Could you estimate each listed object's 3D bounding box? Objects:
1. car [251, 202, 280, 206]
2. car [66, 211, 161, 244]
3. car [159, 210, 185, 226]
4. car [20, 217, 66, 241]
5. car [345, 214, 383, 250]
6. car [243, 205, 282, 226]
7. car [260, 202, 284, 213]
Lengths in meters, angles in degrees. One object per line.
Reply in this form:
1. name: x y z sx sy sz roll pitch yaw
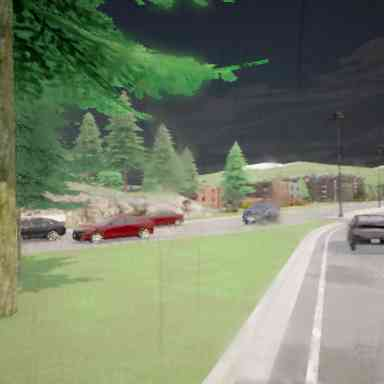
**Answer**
1. car: 7.847 2.182 37.908 2.150 2.045 5.566 -2 -2 36
2. car: -4.655 2.188 20.285 5.008 1.535 1.882 0 -2 -39
3. car: -2.946 2.457 30.679 5.008 1.535 1.882 0 -2 -42
4. car: -10.225 2.336 20.309 4.892 1.490 1.837 0 -2 -39
5. car: 8.280 1.780 15.441 2.128 1.511 4.902 -2 -2 24
6. car: 6.566 2.263 30.564 2.128 1.511 4.902 -3 -2 39
7. car: 11.928 2.325 49.379 1.837 1.490 4.892 -2 -2 36
